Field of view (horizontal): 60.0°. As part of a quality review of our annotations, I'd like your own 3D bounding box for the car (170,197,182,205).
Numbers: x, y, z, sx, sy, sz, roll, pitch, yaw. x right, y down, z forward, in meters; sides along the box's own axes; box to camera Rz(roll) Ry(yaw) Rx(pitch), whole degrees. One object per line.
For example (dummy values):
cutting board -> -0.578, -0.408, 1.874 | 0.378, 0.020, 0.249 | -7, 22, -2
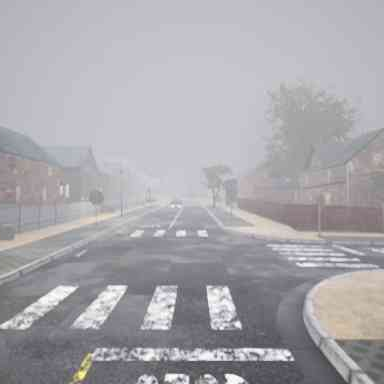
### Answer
car -> -2.806, 1.683, 60.445 | 1.994, 1.385, 4.181 | 0, 0, 0
